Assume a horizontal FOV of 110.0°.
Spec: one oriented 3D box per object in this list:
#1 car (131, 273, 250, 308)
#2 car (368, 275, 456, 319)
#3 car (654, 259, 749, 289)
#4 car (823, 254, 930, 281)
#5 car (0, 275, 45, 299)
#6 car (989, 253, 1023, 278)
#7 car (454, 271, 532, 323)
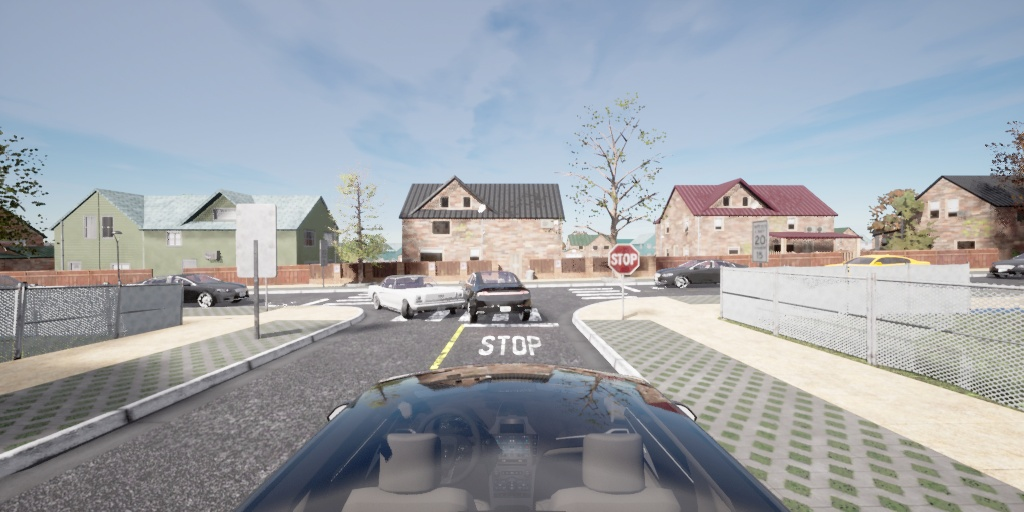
[{"bbox_3d":[-14.903,1.566,16.547,4.902,1.511,2.128,-1,1,0],"label":"car"},{"bbox_3d":[-3.602,1.367,13.052,1.895,1.301,4.718,0,0,-38],"label":"car"},{"bbox_3d":[10.330,0.925,19.600,4.902,1.511,2.128,-1,1,0],"label":"car"},{"bbox_3d":[19.761,0.690,19.637,5.008,1.535,1.882,-1,1,-1],"label":"car"},{"bbox_3d":[-24.240,1.648,16.507,4.553,1.767,2.097,-1,1,0],"label":"car"},{"bbox_3d":[29.385,0.478,19.673,4.902,1.511,2.128,-1,1,0],"label":"car"},{"bbox_3d":[-0.686,1.242,12.192,2.128,1.511,4.902,0,0,-12],"label":"car"}]
